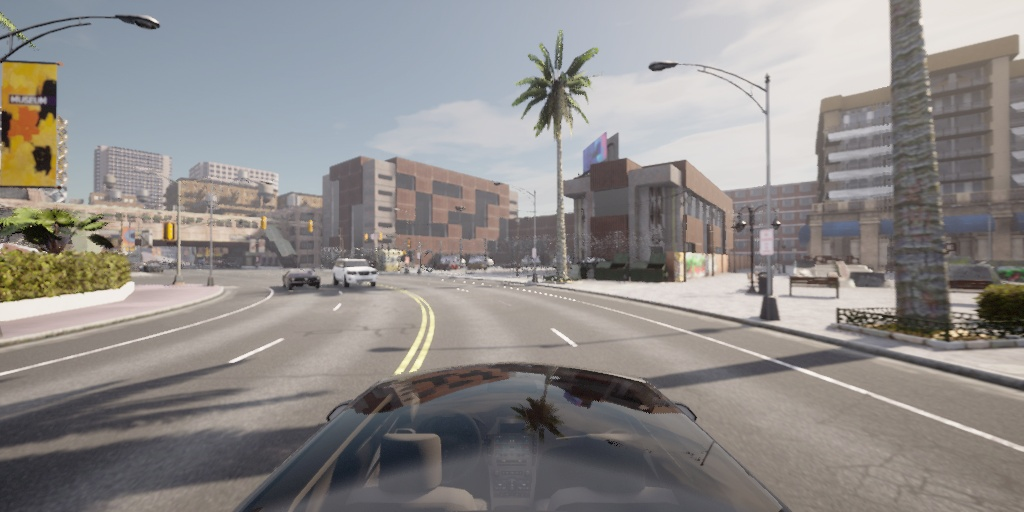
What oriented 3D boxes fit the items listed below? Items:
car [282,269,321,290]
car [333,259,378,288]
[{"bbox_3d":[-14.721,1.606,25.026,1.895,1.301,4.718,0,-1,-38],"label":"car"},{"bbox_3d":[-12.018,1.227,27.260,2.150,2.045,5.566,0,-1,-38],"label":"car"}]
